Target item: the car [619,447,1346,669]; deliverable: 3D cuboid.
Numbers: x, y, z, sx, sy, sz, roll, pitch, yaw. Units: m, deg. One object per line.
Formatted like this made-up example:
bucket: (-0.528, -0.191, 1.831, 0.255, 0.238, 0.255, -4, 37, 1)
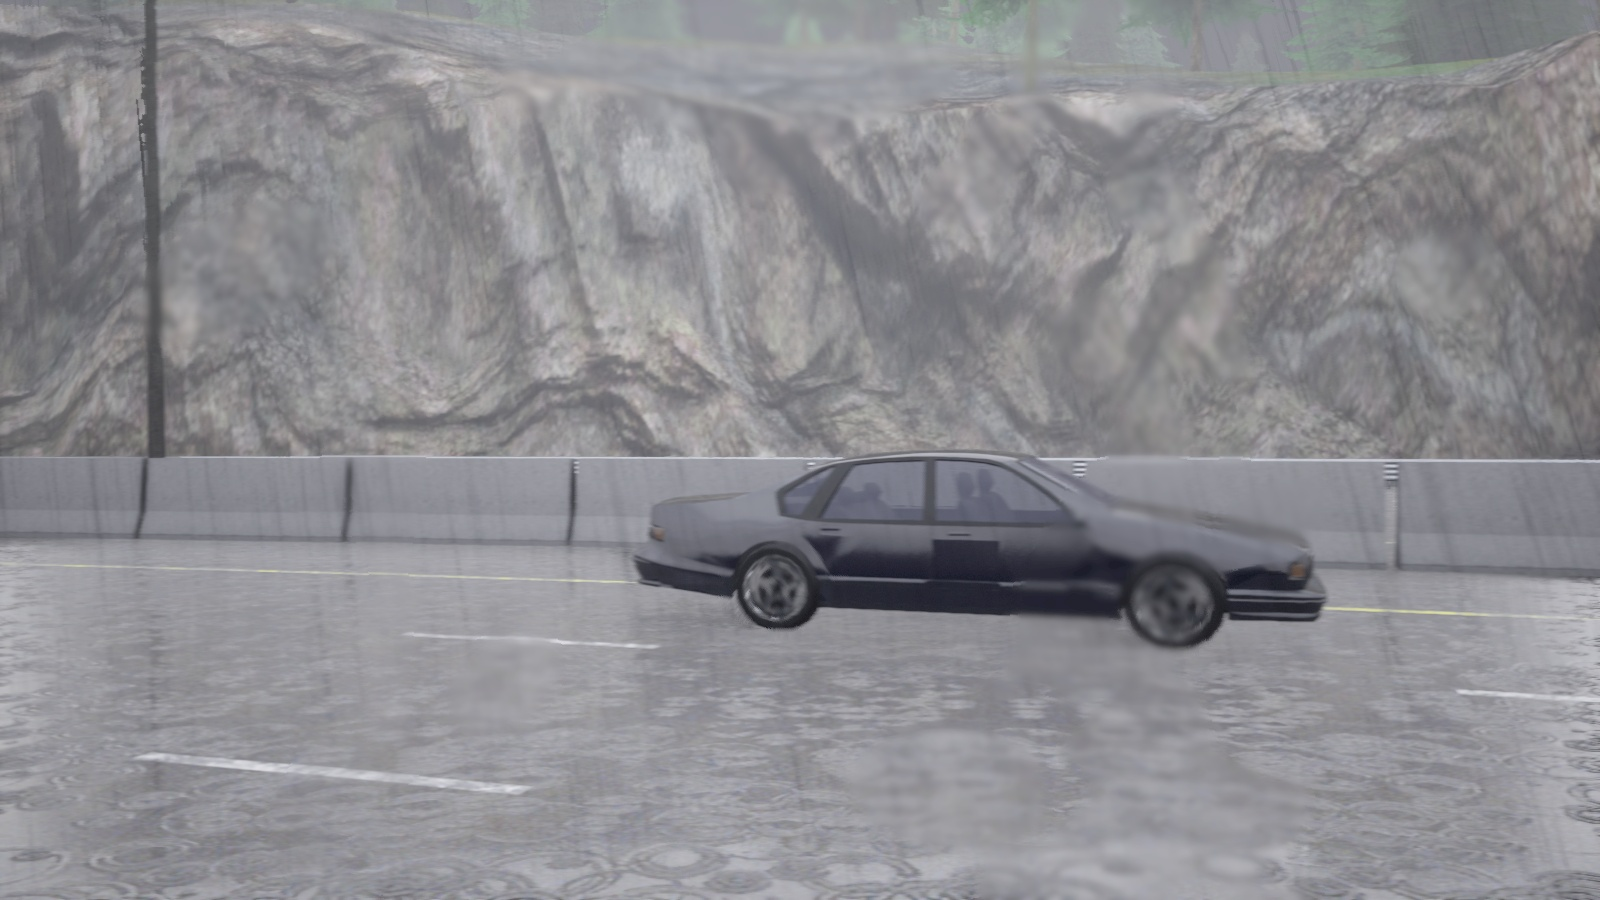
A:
car: (1.415, 0.713, 10.173, 5.357, 1.411, 2.033, 1, 1, 19)
